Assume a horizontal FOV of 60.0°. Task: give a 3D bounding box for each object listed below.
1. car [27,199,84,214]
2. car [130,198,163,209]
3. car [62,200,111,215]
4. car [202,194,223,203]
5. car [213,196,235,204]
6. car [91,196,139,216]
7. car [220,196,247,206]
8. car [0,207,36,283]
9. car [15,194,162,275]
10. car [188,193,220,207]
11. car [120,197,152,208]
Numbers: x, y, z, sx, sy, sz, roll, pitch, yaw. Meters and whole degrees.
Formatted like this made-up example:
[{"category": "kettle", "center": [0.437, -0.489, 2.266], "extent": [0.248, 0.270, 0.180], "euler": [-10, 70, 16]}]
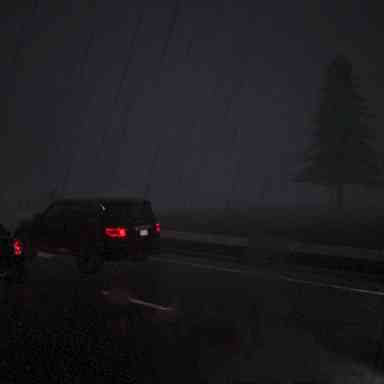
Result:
[{"category": "car", "center": [-14.665, 1.535, 36.046], "extent": [2.033, 1.411, 5.357], "euler": [0, 0, 36]}, {"category": "car", "center": [-6.435, 1.588, 47.303], "extent": [1.895, 1.301, 4.718], "euler": [0, 0, 36]}, {"category": "car", "center": [-11.063, 1.590, 35.043], "extent": [1.895, 1.301, 4.718], "euler": [0, 0, 36]}, {"category": "car", "center": [4.276, 1.336, 67.736], "extent": [2.097, 1.767, 4.553], "euler": [0, 0, 36]}, {"category": "car", "center": [6.206, 1.465, 64.474], "extent": [1.882, 1.535, 5.008], "euler": [0, 0, 37]}, {"category": "car", "center": [-7.710, 1.343, 33.698], "extent": [2.097, 1.767, 4.553], "euler": [0, 0, 36]}, {"category": "car", "center": [7.065, 1.538, 53.886], "extent": [2.033, 1.411, 5.357], "euler": [0, 0, 36]}, {"category": "car", "center": [-6.249, 1.348, 8.414], "extent": [4.553, 1.767, 2.097], "euler": [0, 0, 36]}, {"category": "car", "center": [-3.504, 1.218, 10.755], "extent": [5.566, 2.045, 2.150], "euler": [0, 0, 36]}, {"category": "car", "center": [1.689, 1.210, 52.480], "extent": [2.150, 2.045, 5.566], "euler": [0, 0, 36]}, {"category": "car", "center": [-8.436, 1.490, 50.493], "extent": [1.837, 1.490, 4.892], "euler": [0, 0, 36]}]
